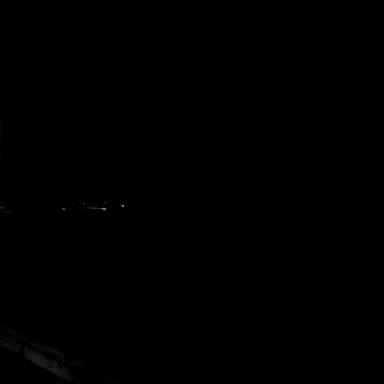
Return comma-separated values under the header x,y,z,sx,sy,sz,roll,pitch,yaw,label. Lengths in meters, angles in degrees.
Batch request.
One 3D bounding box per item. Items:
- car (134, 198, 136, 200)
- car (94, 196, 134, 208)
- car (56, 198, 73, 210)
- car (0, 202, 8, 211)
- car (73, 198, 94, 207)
x,y,z,sx,sy,sz,roll,pitch,yaw,label
-10.145,1.425,55.654,1.994,1.385,4.181,0,1,38,car
-11.300,1.438,48.632,1.837,1.490,4.892,0,1,39,car
-17.839,1.542,40.508,2.033,1.411,5.357,0,0,39,car
-22.204,1.562,40.674,1.994,1.385,4.181,0,0,38,car
-16.404,1.511,47.878,2.033,1.411,5.357,0,0,39,car
